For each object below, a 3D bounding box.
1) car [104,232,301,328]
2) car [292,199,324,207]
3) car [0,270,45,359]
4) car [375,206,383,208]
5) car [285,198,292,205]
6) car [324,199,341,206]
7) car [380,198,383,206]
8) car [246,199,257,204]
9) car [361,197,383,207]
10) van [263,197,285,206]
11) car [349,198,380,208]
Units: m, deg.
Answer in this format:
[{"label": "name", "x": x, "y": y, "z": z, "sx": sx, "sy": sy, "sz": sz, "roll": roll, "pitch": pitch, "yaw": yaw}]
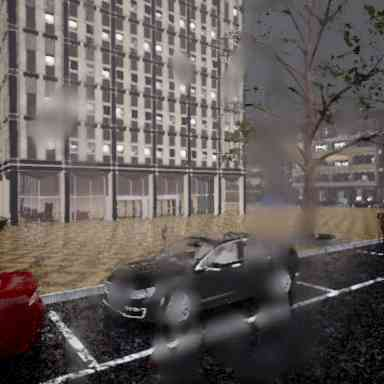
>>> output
[{"label": "car", "x": 0.411, "y": 1.548, "z": 6.861, "sx": 4.403, "sy": 1.369, "sz": 2.008, "roll": 0, "pitch": 0, "yaw": -35}, {"label": "car", "x": 21.614, "y": 2.096, "z": 62.162, "sx": 1.887, "sy": 1.381, "sz": 4.507, "roll": -2, "pitch": 0, "yaw": -36}, {"label": "car", "x": -4.089, "y": 1.546, "z": 3.651, "sx": 4.507, "sy": 1.381, "sz": 1.887, "roll": 0, "pitch": 0, "yaw": -36}, {"label": "car", "x": 9.410, "y": 1.429, "z": 13.282, "sx": 4.097, "sy": 1.590, "sz": 1.967, "roll": 0, "pitch": 0, "yaw": -36}, {"label": "car", "x": 21.520, "y": 2.099, "z": 76.725, "sx": 1.967, "sy": 1.590, "sz": 4.097, "roll": -2, "pitch": 0, "yaw": -36}, {"label": "car", "x": 28.117, "y": 2.077, "z": 67.749, "sx": 1.802, "sy": 1.307, "sz": 4.206, "roll": -2, "pitch": 0, "yaw": -36}, {"label": "car", "x": 30.962, "y": 1.868, "z": 49.179, "sx": 2.008, "sy": 1.369, "sz": 4.403, "roll": -2, "pitch": 0, "yaw": -36}, {"label": "car", "x": 14.986, "y": 2.405, "z": 85.743, "sx": 1.802, "sy": 1.307, "sz": 4.206, "roll": -2, "pitch": 0, "yaw": -36}, {"label": "car", "x": 33.377, "y": 1.804, "z": 60.568, "sx": 1.967, "sy": 1.590, "sz": 4.097, "roll": -2, "pitch": 0, "yaw": -36}, {"label": "van", "x": 16.692, "y": 2.016, "z": 69.047, "sx": 1.690, "sy": 1.788, "sz": 3.998, "roll": -2, "pitch": 0, "yaw": -36}, {"label": "car", "x": 27.695, "y": 1.949, "z": 53.689, "sx": 2.008, "sy": 1.369, "sz": 4.403, "roll": -2, "pitch": 0, "yaw": -36}]
